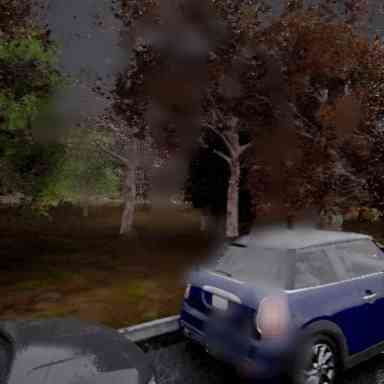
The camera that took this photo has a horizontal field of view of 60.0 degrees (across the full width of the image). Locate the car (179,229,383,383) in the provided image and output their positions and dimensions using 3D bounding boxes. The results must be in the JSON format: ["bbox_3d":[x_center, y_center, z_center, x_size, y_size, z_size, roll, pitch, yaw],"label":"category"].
[{"bbox_3d":[2.123,1.381,5.273,4.553,1.767,2.185,0,-1,-33],"label":"car"}]
